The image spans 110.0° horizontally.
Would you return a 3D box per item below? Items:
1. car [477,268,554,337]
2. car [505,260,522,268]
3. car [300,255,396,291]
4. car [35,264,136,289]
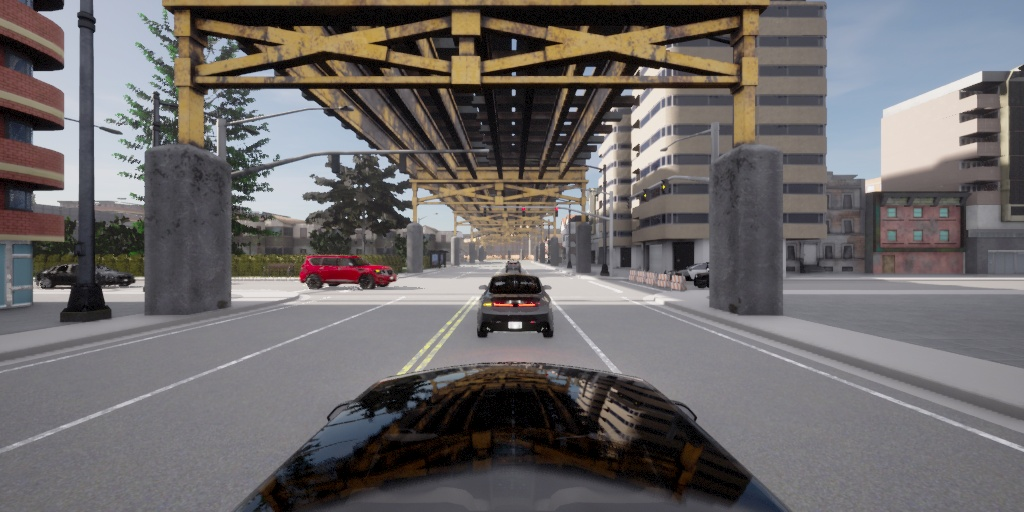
[{"bbox_3d":[0.089,1.255,10.211,1.837,1.490,4.892,0,0,0],"label":"car"},{"bbox_3d":[0.165,1.241,45.670,2.128,1.511,4.902,0,0,0],"label":"car"},{"bbox_3d":[-9.988,0.972,21.914,5.566,2.045,2.150,0,0,7],"label":"car"},{"bbox_3d":[-26.507,1.254,22.368,4.892,1.490,1.837,0,0,0],"label":"car"}]
